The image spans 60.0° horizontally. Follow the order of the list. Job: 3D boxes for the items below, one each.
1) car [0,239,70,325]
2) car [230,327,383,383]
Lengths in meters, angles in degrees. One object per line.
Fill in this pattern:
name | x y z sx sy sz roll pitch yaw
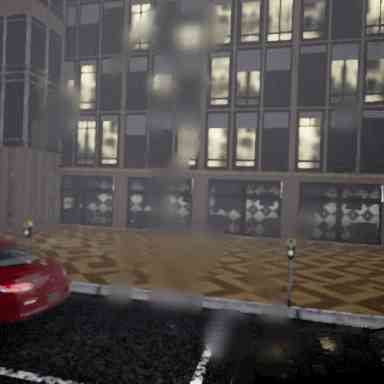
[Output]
car | -4.164 1.409 5.684 4.206 1.307 1.802 2 0 14
car | 2.644 1.599 2.188 4.892 1.490 1.837 2 0 14
